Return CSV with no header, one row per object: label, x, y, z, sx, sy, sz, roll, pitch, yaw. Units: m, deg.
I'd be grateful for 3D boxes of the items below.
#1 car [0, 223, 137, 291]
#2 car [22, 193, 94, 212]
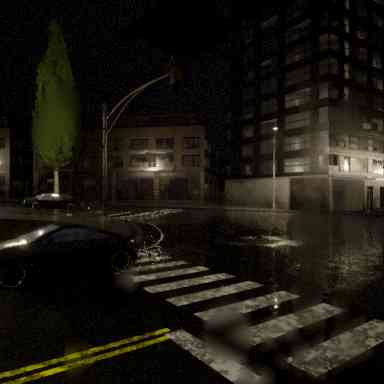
car,-3.635,1.564,9.075,4.181,1.385,1.994,0,0,-35
car,-10.581,0.787,26.271,5.357,1.411,2.033,1,0,11
